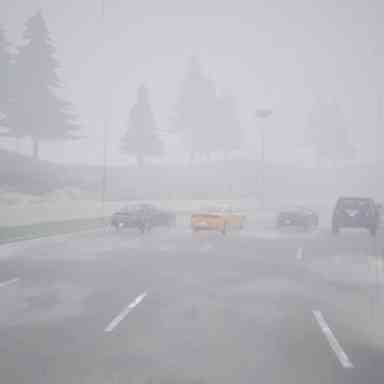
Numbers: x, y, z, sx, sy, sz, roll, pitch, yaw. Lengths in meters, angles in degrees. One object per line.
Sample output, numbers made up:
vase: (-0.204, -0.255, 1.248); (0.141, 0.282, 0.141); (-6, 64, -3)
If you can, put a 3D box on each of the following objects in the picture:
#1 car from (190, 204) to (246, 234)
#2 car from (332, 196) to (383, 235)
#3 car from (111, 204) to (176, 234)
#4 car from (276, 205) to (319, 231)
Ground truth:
car: (1.628, 1.453, 19.137); (1.882, 1.535, 5.008); (0, 0, 26)
car: (9.671, 1.273, 19.454); (2.150, 2.045, 5.566); (0, 0, 32)
car: (-2.598, 1.426, 18.936); (2.128, 1.511, 4.902); (0, 0, 23)
car: (6.726, 1.546, 21.085); (1.812, 1.442, 4.674); (0, 0, 31)
